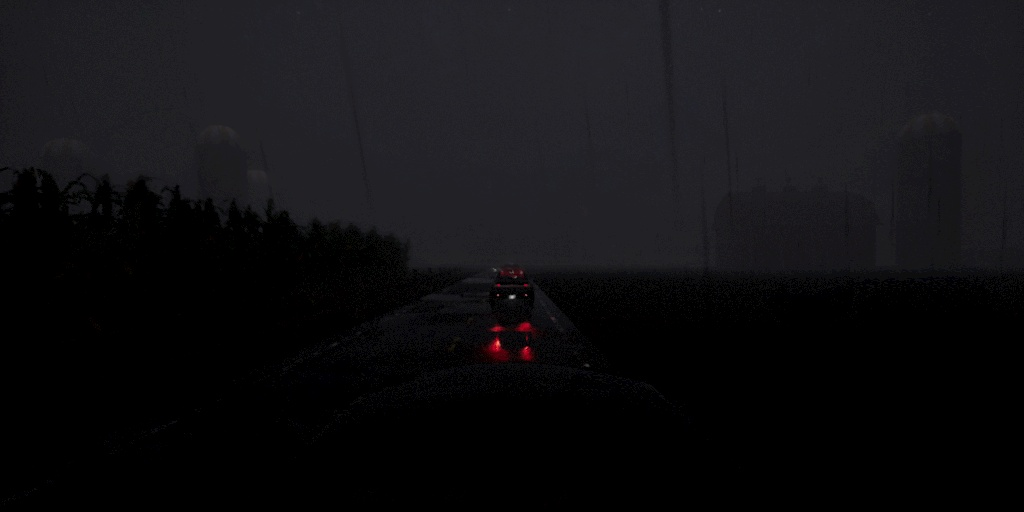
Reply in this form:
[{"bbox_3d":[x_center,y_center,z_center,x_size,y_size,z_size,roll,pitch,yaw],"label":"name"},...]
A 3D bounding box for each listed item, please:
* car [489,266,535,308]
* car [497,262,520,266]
[{"bbox_3d":[0.013,1.379,16.145,2.128,1.511,4.902,0,0,0],"label":"car"},{"bbox_3d":[0.021,1.373,30.923,2.097,1.767,4.553,0,-1,0],"label":"car"}]
